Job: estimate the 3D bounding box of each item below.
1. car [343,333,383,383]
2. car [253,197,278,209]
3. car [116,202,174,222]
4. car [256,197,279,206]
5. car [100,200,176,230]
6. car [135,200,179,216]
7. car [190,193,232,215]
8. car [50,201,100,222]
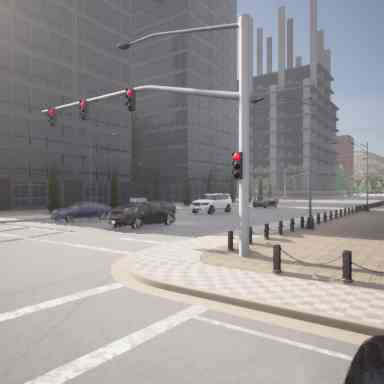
[{"bbox_3d":[3.017,1.564,1.816,4.181,1.385,1.994,0,0,36],"label":"car"},{"bbox_3d":[9.950,1.422,45.207,1.882,1.535,5.008,0,0,36],"label":"car"},{"bbox_3d":[-3.615,1.545,26.417,1.895,1.301,4.718,0,0,36],"label":"car"},{"bbox_3d":[12.365,1.545,54.442,1.895,1.301,4.718,0,0,36],"label":"car"},{"bbox_3d":[-3.051,1.449,20.842,1.837,1.490,4.892,0,0,36],"label":"car"},{"bbox_3d":[-3.404,1.508,32.695,1.994,1.385,4.181,0,0,36],"label":"car"},{"bbox_3d":[2.094,1.166,34.332,2.150,2.045,5.566,0,0,36],"label":"car"},{"bbox_3d":[-8.485,1.470,25.659,1.812,1.442,4.674,0,0,38],"label":"car"}]
